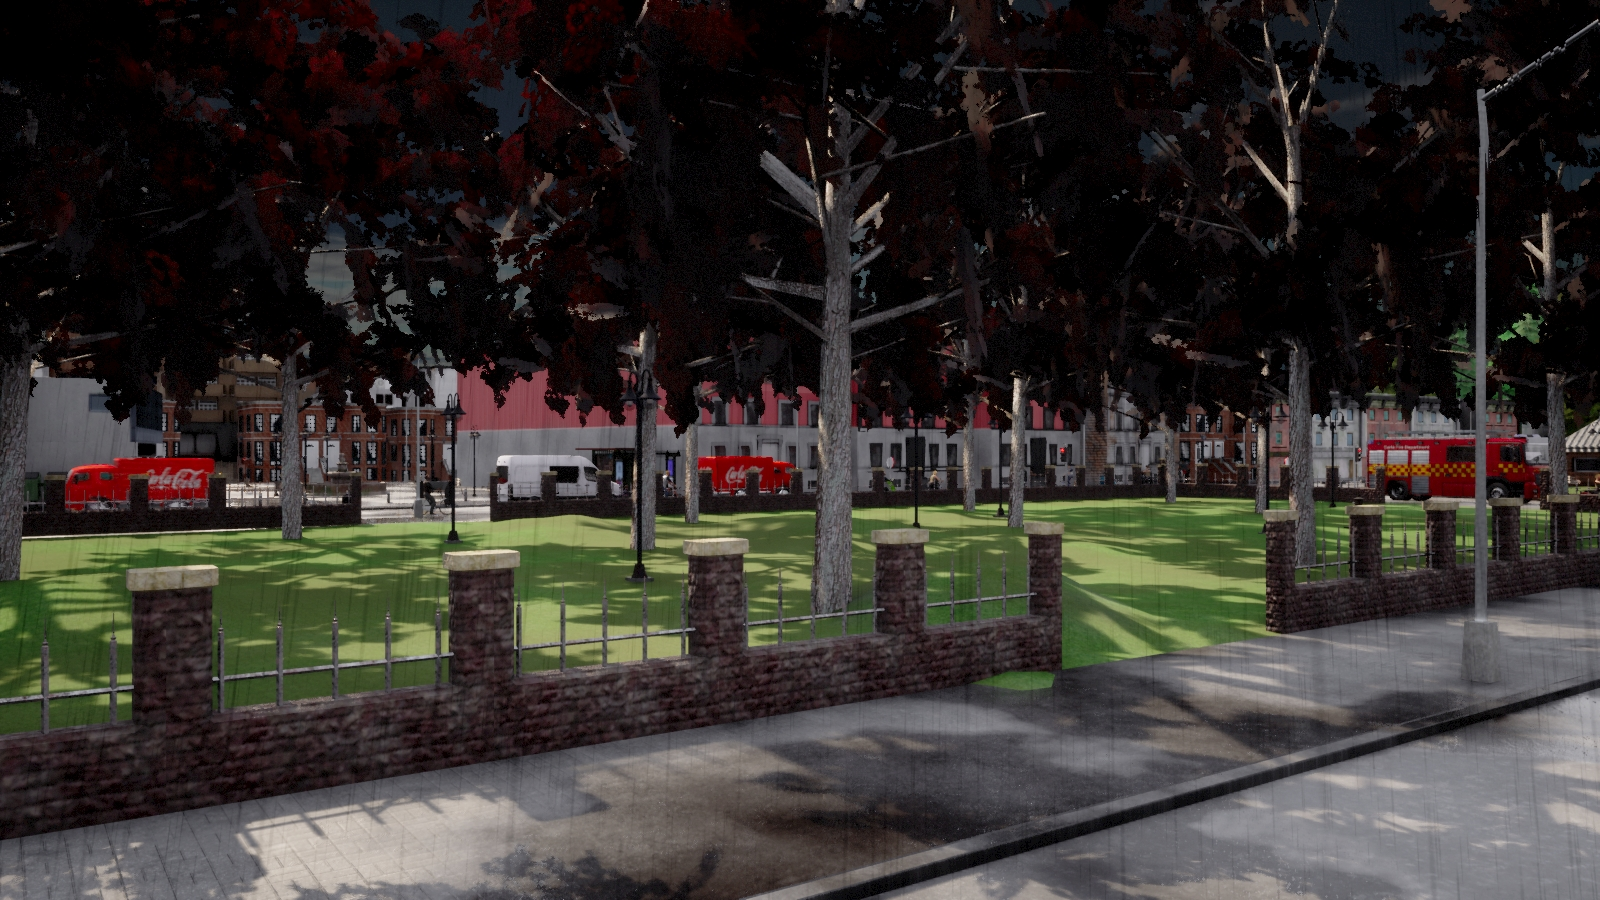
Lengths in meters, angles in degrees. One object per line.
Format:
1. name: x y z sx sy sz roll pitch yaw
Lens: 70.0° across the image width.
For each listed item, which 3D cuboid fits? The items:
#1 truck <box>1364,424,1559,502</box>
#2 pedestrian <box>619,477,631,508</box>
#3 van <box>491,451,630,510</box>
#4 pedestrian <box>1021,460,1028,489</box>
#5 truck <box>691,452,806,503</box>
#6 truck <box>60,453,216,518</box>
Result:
1. truck: 34.631 0.645 60.204 2.891 3.827 8.468 0 0 -34
2. pedestrian: -7.450 1.795 48.605 0.375 1.300 0.375 0 0 -35
3. van: -10.854 1.306 52.106 5.915 2.561 1.988 0 0 -35
4. pedestrian: 14.463 1.607 73.702 0.375 1.860 0.375 0 0 -6
5. truck: -2.582 1.335 57.891 5.204 2.467 2.627 0 0 -35
6. truck: -26.589 1.346 45.952 5.204 2.467 2.627 0 0 -35
